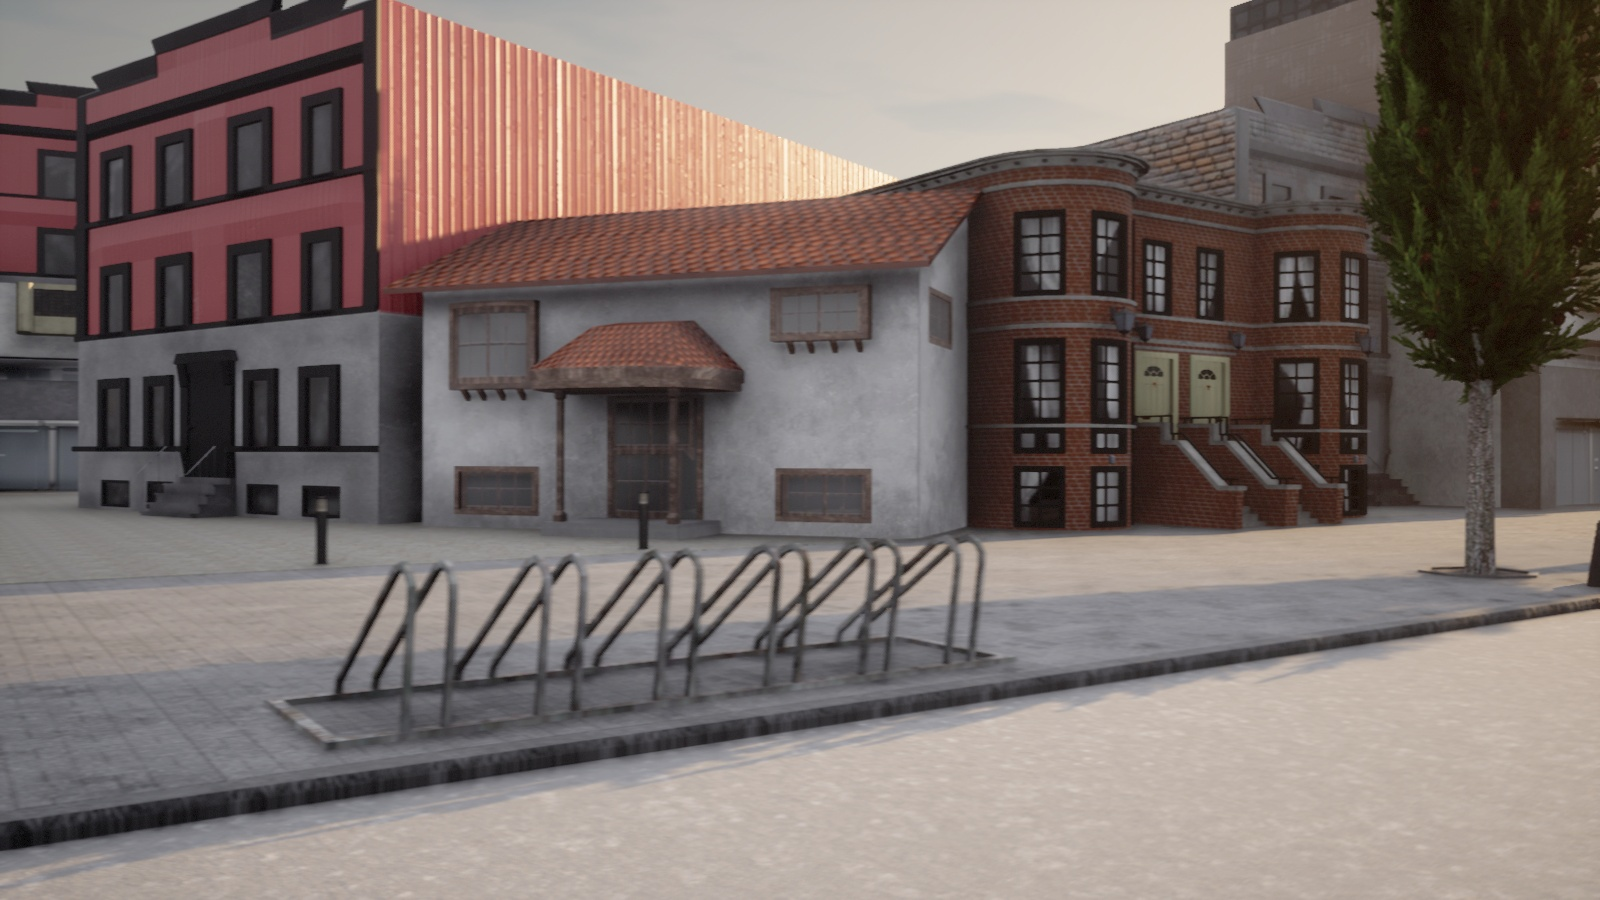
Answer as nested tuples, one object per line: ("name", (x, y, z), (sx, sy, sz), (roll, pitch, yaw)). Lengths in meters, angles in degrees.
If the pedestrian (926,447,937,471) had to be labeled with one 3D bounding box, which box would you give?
("pedestrian", (10.026, 0.662, 95.937), (0.328, 1.805, 0.869), (0, 0, -36))
